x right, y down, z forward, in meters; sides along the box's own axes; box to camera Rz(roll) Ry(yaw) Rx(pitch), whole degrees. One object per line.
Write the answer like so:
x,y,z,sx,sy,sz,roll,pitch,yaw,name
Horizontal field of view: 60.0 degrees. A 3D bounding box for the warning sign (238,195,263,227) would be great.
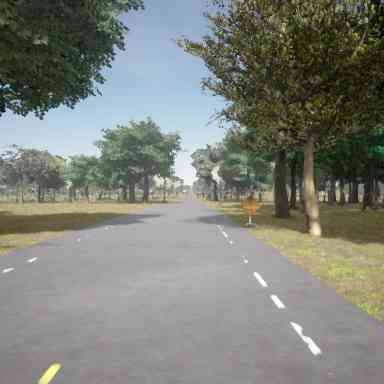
3.564,1.116,20.331,1.300,1.860,1.060,1,1,0,warning sign
